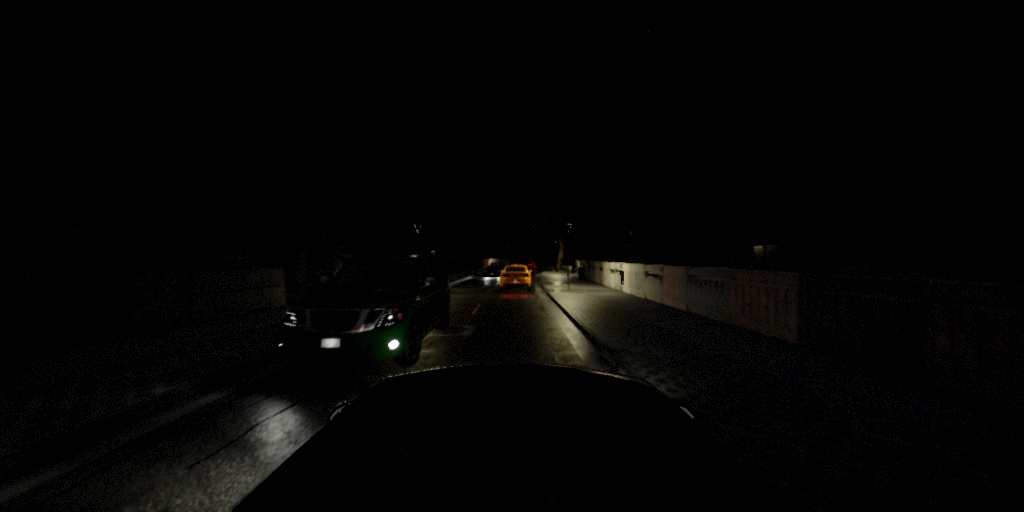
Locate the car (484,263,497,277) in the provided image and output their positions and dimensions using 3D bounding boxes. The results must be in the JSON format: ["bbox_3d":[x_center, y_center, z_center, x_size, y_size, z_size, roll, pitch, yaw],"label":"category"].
[{"bbox_3d":[-1.700,1.414,38.252,2.033,1.411,5.357,0,0,6],"label":"car"}]

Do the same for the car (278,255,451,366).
[{"bbox_3d":[-2.842,0.992,8.363,2.150,2.045,5.566,0,0,0],"label":"car"}]

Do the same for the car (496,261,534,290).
[{"bbox_3d":[0.261,1.300,22.978,1.882,1.535,5.008,0,0,2],"label":"car"}]

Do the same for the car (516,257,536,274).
[{"bbox_3d":[1.483,1.092,40.014,2.150,2.045,5.566,0,0,6],"label":"car"}]
